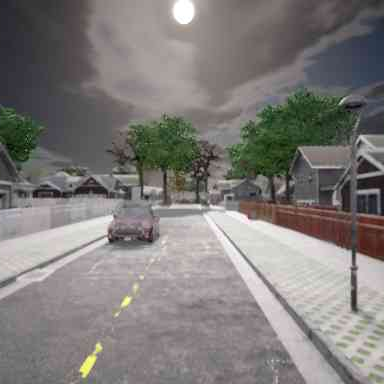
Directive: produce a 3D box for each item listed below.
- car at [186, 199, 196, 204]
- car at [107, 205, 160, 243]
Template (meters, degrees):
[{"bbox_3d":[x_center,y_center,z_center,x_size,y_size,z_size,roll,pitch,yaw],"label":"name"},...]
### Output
[{"bbox_3d":[-0.006,2.841,88.872,1.812,1.442,4.674,0,-2,0],"label":"car"},{"bbox_3d":[-2.850,1.519,17.054,2.097,1.767,4.553,0,-1,0],"label":"car"}]
